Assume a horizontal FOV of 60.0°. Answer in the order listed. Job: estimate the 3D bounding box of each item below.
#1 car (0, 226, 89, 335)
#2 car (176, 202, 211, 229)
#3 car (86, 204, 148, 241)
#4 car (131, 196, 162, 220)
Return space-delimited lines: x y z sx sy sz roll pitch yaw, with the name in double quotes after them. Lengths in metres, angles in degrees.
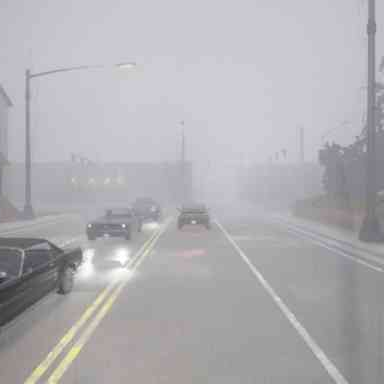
-3.569 1.557 5.824 1.895 1.301 4.718 0 0 0 "car"
0.092 1.356 20.209 1.837 1.490 4.892 0 0 0 "car"
-3.569 1.482 16.109 1.895 1.301 4.718 0 0 0 "car"
-3.504 1.165 25.471 2.097 1.767 4.553 0 0 0 "car"
